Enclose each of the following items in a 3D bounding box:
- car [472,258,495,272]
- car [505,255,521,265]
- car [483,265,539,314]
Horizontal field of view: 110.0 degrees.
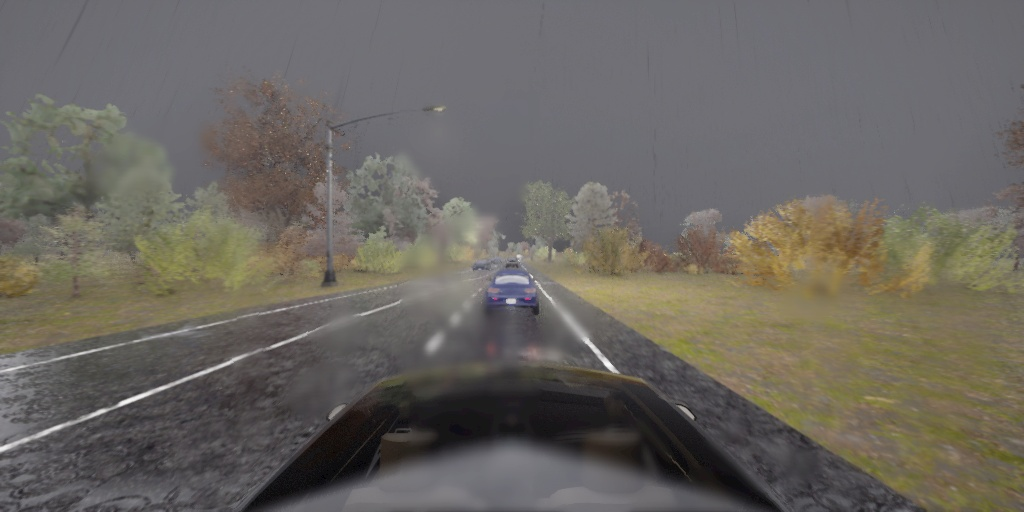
[{"bbox_3d":[-3.546,1.107,42.825,2.033,1.411,5.357,0,0,2],"label":"car"},{"bbox_3d":[0.016,1.013,52.667,1.837,1.490,4.892,0,0,0],"label":"car"},{"bbox_3d":[0.005,1.228,13.445,1.812,1.442,4.674,0,0,0],"label":"car"}]
